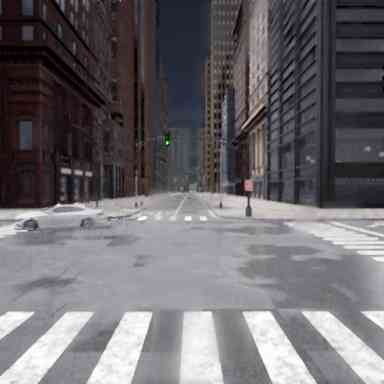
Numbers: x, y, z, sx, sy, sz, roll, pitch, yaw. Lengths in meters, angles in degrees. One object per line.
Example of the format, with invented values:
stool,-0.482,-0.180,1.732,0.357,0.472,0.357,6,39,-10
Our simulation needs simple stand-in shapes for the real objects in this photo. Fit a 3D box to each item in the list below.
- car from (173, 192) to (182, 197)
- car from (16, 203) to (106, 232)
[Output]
car,-3.069,0.628,70.996,1.812,1.442,4.674,0,0,0
car,-7.215,1.356,18.565,4.674,1.442,1.812,-1,4,-21
